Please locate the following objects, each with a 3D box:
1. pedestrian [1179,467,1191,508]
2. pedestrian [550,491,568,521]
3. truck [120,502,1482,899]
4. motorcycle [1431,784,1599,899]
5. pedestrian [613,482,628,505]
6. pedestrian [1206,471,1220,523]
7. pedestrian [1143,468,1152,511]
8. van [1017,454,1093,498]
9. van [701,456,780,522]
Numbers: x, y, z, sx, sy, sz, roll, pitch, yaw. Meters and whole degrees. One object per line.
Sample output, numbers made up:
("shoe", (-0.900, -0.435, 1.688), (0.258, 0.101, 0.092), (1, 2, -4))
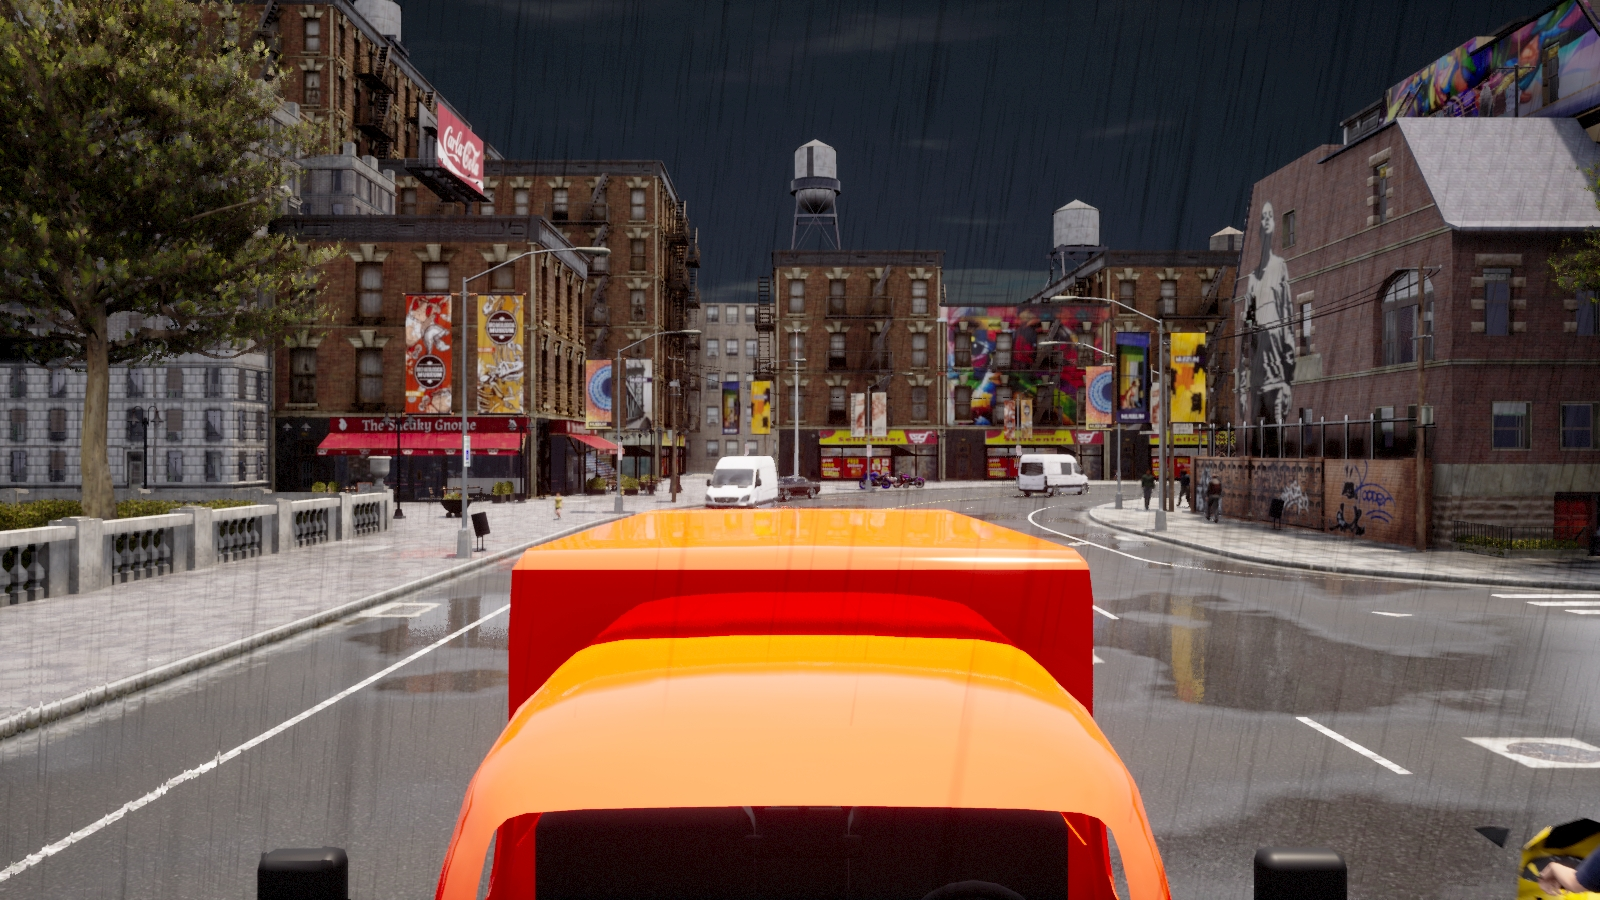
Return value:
("pedestrian", (17.514, 1.716, 51.958), (0.375, 1.860, 0.375), (0, 0, -30))
("pedestrian", (-9.093, 2.093, 43.134), (0.500, 1.100, 0.500), (0, 0, 14))
("truck", (-0.002, 1.571, 4.805), (2.627, 2.467, 5.204), (0, 0, 0))
("motorcycle", (3.499, 2.215, 4.596), (0.803, 1.145, 2.033), (0, 0, 0))
("pedestrian", (-8.643, 2.098, 55.090), (0.500, 1.100, 0.500), (0, 0, 30))
("pedestrian", (15.073, 1.713, 41.693), (0.375, 1.860, 0.375), (0, 0, 0))
("pedestrian", (15.076, 1.715, 49.567), (0.375, 1.860, 0.375), (0, 0, 11))
("van", (15.778, 1.561, 70.573), (1.988, 2.561, 5.915), (0, 0, 41))
("van", (-2.409, 1.553, 48.075), (1.988, 2.561, 5.915), (0, 0, 10))
